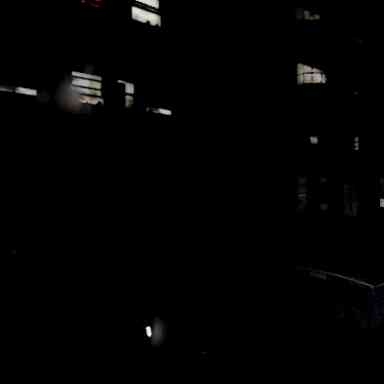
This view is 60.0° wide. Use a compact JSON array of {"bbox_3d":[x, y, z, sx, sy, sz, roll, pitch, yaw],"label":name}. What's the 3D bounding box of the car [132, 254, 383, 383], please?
[{"bbox_3d":[1.692,1.600,4.276,4.718,1.301,1.895,0,0,-35],"label":"car"}]
